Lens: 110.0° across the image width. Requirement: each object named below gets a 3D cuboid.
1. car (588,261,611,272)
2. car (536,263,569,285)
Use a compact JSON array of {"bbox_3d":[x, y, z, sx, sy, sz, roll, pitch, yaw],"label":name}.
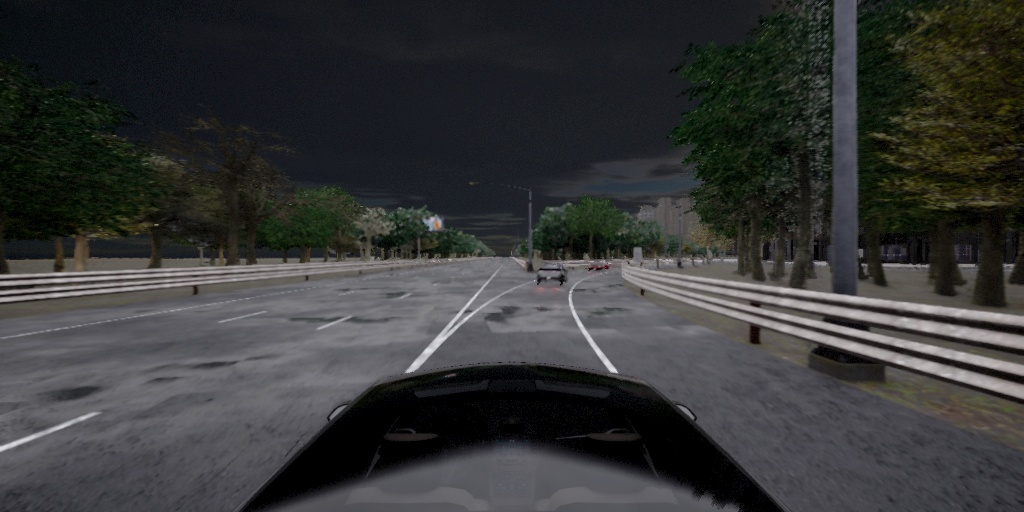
[{"bbox_3d":[11.397,1.358,46.492,1.895,1.301,4.718,0,0,30],"label":"car"},{"bbox_3d":[3.004,1.248,25.977,2.128,1.511,4.902,0,0,14],"label":"car"}]
